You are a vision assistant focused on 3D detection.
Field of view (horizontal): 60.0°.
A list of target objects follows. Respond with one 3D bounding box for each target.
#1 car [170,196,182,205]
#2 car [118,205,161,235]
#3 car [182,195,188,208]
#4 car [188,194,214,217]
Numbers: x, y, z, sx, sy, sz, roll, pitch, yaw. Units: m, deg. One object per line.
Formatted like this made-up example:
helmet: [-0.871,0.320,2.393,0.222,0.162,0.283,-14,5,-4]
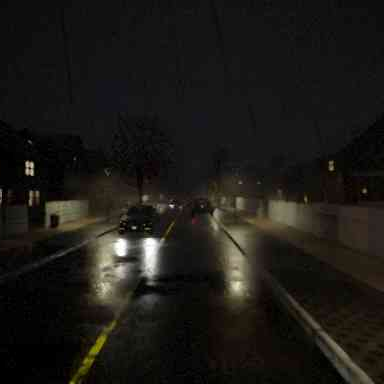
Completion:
car: [-2.805,1.447,61.001,2.097,1.767,4.553,0,0,1]
car: [-2.855,1.527,18.834,1.837,1.490,4.892,0,0,0]
car: [-0.015,1.620,49.557,2.033,1.411,5.357,0,0,0]
car: [0.920,1.362,31.686,2.097,1.767,4.553,-2,0,0]
